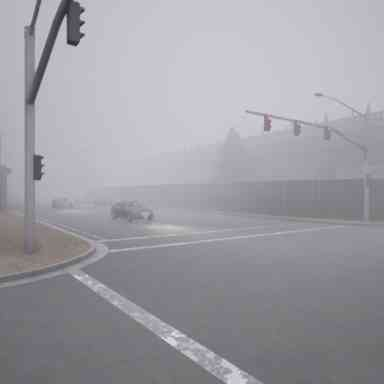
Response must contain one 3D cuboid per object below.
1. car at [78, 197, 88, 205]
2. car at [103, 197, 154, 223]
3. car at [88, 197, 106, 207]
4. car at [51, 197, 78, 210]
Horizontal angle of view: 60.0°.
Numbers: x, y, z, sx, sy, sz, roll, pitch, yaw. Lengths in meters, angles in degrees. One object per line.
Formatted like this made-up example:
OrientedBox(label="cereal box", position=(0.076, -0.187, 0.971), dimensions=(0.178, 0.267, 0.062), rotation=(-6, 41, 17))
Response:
OrientedBox(label="car", position=(-19.555, 1.545, 59.123), dimensions=(1.895, 1.301, 4.718), rotation=(0, 0, -35))
OrientedBox(label="car", position=(-4.611, 1.432, 25.164), dimensions=(2.128, 1.511, 4.902), rotation=(0, 0, -35))
OrientedBox(label="car", position=(-13.722, 1.435, 50.808), dimensions=(2.128, 1.511, 4.902), rotation=(0, 0, -34))
OrientedBox(label="car", position=(-16.610, 1.436, 42.473), dimensions=(2.128, 1.511, 4.902), rotation=(0, 0, -35))
